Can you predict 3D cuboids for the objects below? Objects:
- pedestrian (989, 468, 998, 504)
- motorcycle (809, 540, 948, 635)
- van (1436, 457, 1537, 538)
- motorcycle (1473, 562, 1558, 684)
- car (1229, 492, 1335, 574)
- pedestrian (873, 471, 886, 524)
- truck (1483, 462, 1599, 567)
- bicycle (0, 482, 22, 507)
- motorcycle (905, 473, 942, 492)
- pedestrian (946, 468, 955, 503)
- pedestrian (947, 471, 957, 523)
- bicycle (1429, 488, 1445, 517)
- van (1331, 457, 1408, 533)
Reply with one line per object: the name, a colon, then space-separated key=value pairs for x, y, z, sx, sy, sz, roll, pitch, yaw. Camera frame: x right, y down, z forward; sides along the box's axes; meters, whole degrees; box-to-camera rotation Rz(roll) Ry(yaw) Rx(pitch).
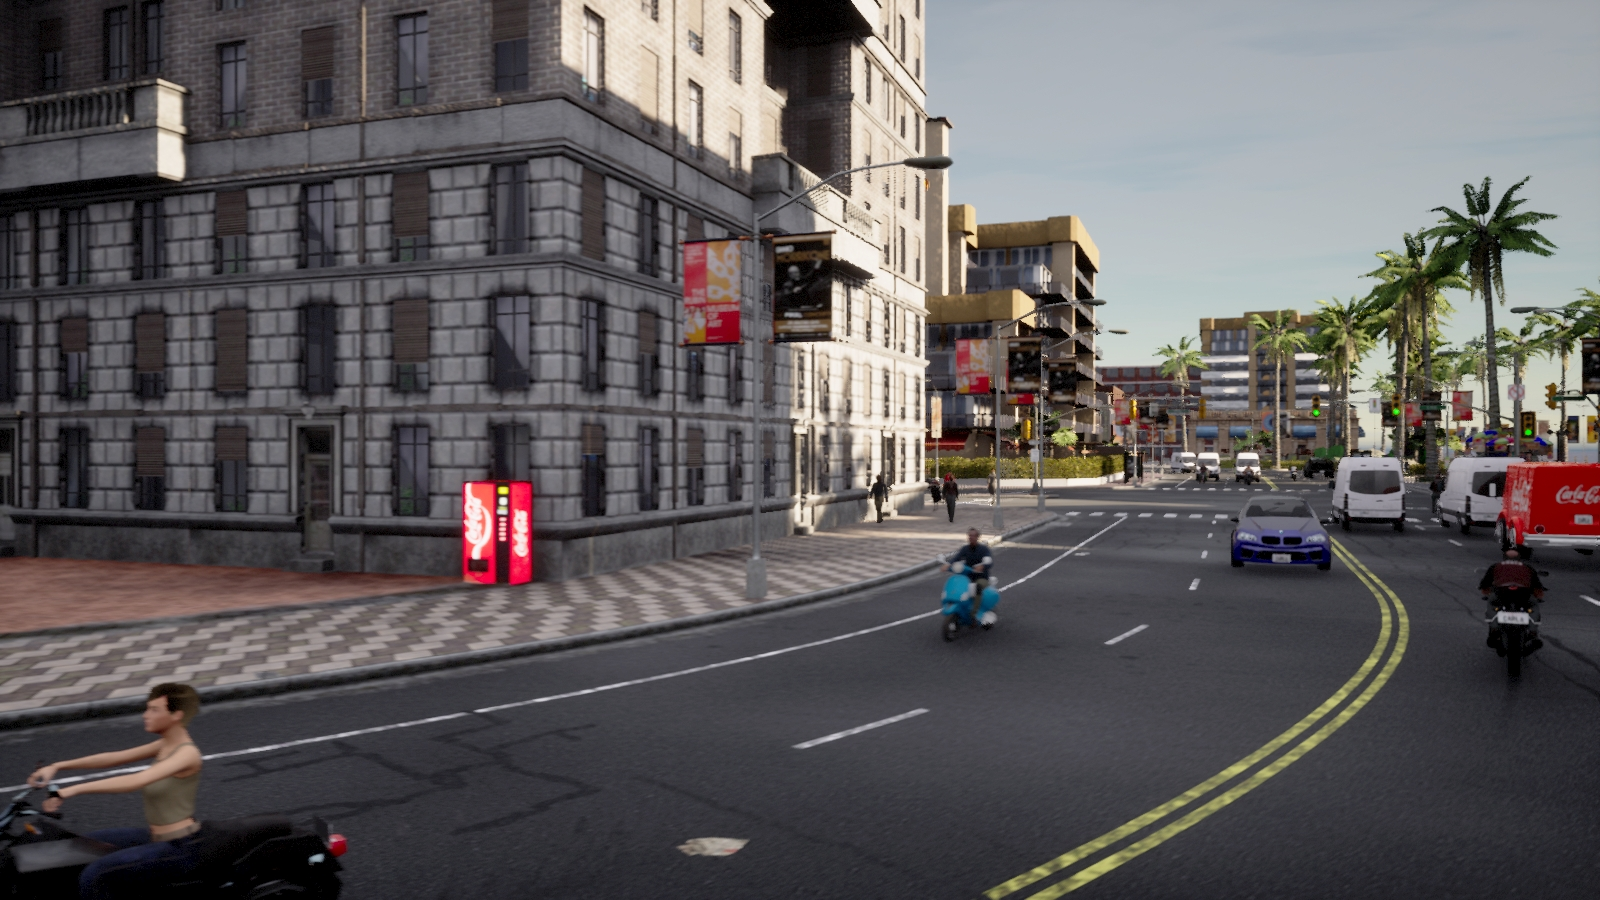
pedestrian: x=9.948 y=1.861 z=58.804 sx=0.375 sy=1.860 sz=0.375 roll=0 pitch=0 yaw=20
motorcycle: x=1.288 y=2.174 z=18.415 sx=2.356 sy=1.277 sz=0.764 roll=0 pitch=0 yaw=-40
van: x=23.753 y=1.539 z=39.788 sx=1.988 sy=2.561 sz=5.915 roll=0 pitch=0 yaw=21
motorcycle: x=9.350 y=2.207 z=14.969 sx=0.867 sy=1.251 sz=2.209 roll=-1 pitch=0 yaw=32
car: x=11.890 y=1.972 z=28.390 sx=2.242 sy=1.667 sz=4.611 roll=0 pitch=0 yaw=21
pedestrian: x=2.872 y=1.705 z=41.090 sx=0.375 sy=1.860 sz=0.375 roll=0 pitch=0 yaw=18
truck: x=19.879 y=1.572 z=29.941 sx=2.627 sy=2.467 sz=5.204 roll=0 pitch=0 yaw=22
bicycle: x=-39.901 y=2.231 z=56.988 sx=0.329 sy=1.171 sz=1.835 roll=-1 pitch=0 yaw=30
motorcycle: x=8.368 y=2.187 z=77.320 sx=2.356 sy=1.277 sz=0.764 roll=0 pitch=0 yaw=19
pedestrian: x=7.911 y=1.861 z=60.061 sx=0.375 sy=1.860 sz=0.375 roll=0 pitch=0 yaw=21
pedestrian: x=5.509 y=1.705 z=41.429 sx=0.375 sy=1.860 sz=0.375 roll=0 pitch=0 yaw=8
bicycle: x=27.088 y=2.217 z=48.579 sx=0.329 sy=1.171 sz=1.835 roll=0 pitch=0 yaw=21
van: x=20.801 y=1.540 z=41.957 sx=1.988 sy=2.561 sz=5.915 roll=0 pitch=0 yaw=21
